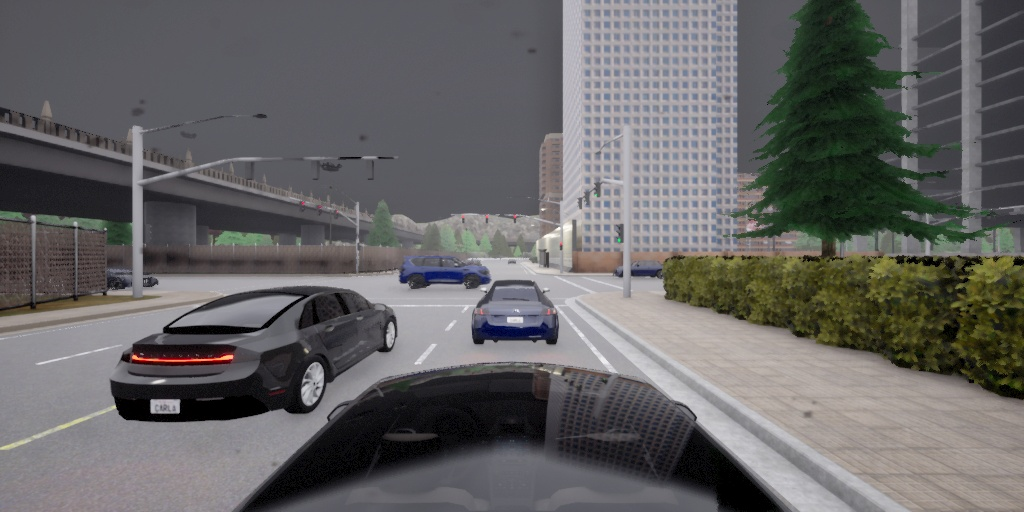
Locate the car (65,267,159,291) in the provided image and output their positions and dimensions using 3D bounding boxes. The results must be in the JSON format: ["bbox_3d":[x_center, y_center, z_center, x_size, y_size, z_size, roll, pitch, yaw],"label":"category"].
[{"bbox_3d":[-24.492,1.366,22.059,4.181,1.385,1.994,0,0,0],"label":"car"}]

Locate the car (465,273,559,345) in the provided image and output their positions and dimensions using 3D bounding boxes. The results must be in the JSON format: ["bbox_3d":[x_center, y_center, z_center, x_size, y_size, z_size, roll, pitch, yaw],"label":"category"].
[{"bbox_3d":[0.079,1.313,9.544,1.994,1.385,4.181,0,0,0],"label":"car"}]

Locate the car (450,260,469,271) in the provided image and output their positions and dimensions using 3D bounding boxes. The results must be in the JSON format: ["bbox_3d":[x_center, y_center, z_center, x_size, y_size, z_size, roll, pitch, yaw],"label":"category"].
[{"bbox_3d":[-7.084,1.307,49.166,1.994,1.385,4.181,0,0,0],"label":"car"}]

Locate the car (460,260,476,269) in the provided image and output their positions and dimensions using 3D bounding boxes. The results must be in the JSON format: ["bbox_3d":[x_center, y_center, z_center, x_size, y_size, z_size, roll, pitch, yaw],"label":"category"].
[{"bbox_3d":[-7.082,1.343,57.920,1.895,1.301,4.718,0,0,0],"label":"car"}]

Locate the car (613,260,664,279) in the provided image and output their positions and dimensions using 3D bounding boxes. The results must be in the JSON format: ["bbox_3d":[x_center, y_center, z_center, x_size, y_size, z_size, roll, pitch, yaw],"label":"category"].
[{"bbox_3d":[11.644,1.153,32.834,4.553,1.767,2.097,0,0,0],"label":"car"}]

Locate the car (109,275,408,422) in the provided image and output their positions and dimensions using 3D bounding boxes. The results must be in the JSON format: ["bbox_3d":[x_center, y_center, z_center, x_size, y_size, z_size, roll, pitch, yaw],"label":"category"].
[{"bbox_3d":[-3.440,1.254,6.001,1.837,1.490,4.892,0,0,0],"label":"car"}]

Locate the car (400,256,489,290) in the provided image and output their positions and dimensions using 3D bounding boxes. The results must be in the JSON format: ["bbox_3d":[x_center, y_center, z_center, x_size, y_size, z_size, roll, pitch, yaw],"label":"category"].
[{"bbox_3d":[-4.094,1.000,22.108,5.566,2.045,2.150,0,0,0],"label":"car"}]
